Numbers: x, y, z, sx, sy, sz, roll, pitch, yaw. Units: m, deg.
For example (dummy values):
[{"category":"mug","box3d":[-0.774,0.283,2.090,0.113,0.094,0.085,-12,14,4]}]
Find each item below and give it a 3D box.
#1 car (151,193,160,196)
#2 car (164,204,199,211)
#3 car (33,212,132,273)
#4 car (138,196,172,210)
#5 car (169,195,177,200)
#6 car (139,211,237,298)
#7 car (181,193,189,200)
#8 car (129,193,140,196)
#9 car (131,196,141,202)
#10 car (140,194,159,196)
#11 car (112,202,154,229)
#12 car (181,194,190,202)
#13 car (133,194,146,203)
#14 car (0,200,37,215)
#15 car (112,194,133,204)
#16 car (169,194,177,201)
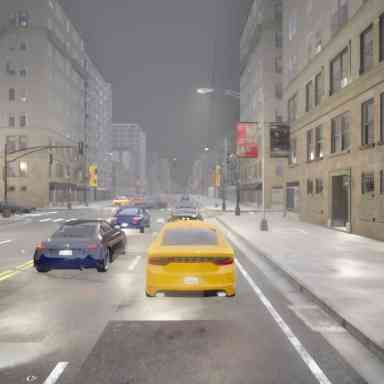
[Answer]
[{"category":"car","box3d":[-7.973,1.251,71.226,2.150,2.045,5.566,0,0,-1]},{"category":"car","box3d":[-0.353,1.509,18.082,1.837,1.490,4.892,0,0,-1]},{"category":"car","box3d":[-3.355,1.566,10.739,1.994,1.385,4.181,0,0,-1]},{"category":"car","box3d":[-4.626,1.581,42.485,1.994,1.385,4.181,0,0,20]},{"category":"car","box3d":[-5.130,1.434,90.605,2.033,1.411,5.357,0,0,-1]},{"category":"car","box3d":[-0.053,1.479,8.601,1.882,1.535,5.008,0,0,-1]},{"category":"car","box3d":[-1.880,1.249,90.643,2.097,1.767,4.553,0,0,-1]},{"category":"car","box3d":[-11.069,1.246,61.081,2.150,2.045,5.566,0,0,-1]},{"category":"car","box3d":[-7.641,1.622,51.108,1.895,1.301,4.718,0,0,-1]},{"category":"car","box3d":[-7.810,1.571,60.751,2.033,1.411,5.357,0,0,-1]},{"category":"car","box3d":[-3.533,1.531,19.481,1.812,1.442,4.674,0,0,-1]},{"category":"car","box3d":[-1.669,1.378,80.642,2.097,1.767,4.553,0,0,-1]},{"category":"car","box3d":[-11.220,1.381,71.070,2.097,1.767,4.553,0,0,-1]},{"category":"car","box3d":[-18.569,1.541,33.390,5.357,1.411,2.033,0,0,-1]},{"category":"car","box3d":[-10.894,1.499,51.146,1.882,1.535,5.008,0,0,-1]},{"category":"car","box3d":[-4.918,1.378,80.574,2.097,1.767,4.553,0,0,-1]}]
